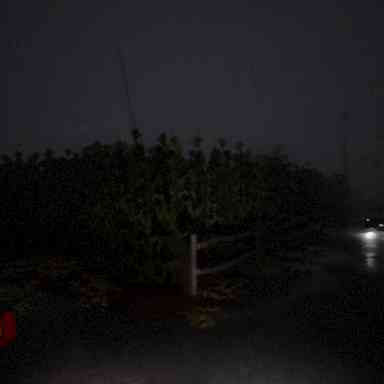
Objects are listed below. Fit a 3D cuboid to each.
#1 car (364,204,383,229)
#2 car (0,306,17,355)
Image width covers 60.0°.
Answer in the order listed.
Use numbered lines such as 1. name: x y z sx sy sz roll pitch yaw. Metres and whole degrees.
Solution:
1. car: 12.168 1.500 21.167 2.033 1.411 5.357 0 0 32
2. car: -4.609 1.635 4.003 4.718 1.301 1.895 0 0 20
